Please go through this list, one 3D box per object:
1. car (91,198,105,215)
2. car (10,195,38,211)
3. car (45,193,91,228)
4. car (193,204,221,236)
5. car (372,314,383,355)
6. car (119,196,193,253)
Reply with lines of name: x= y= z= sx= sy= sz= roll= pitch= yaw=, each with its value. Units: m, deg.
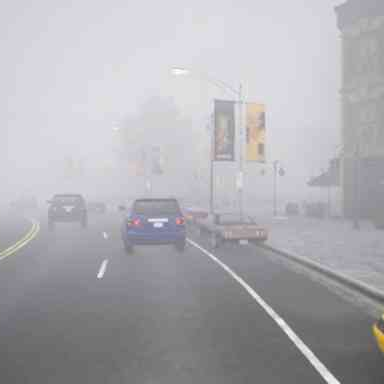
car: x=-9.631 y=1.301 z=30.929 sx=1.882 sy=1.535 sz=5.008 roll=0 pitch=0 yaw=-34
car: x=-18.654 y=1.135 z=36.808 sx=2.097 sy=1.767 sz=4.553 roll=0 pitch=0 yaw=-39
car: x=-8.045 y=1.098 z=21.253 sx=2.150 sy=2.045 sz=5.566 roll=0 pitch=0 yaw=-23
car: x=-0.323 y=1.412 z=19.722 sx=2.002 sy=1.452 sz=4.674 roll=0 pitch=0 yaw=-21
car: x=3.024 y=1.449 z=1.632 sx=1.801 sy=1.575 sz=5.366 roll=0 pitch=0 yaw=-1
car: x=-1.734 y=1.148 z=13.570 sx=2.150 sy=2.045 sz=5.566 roll=0 pitch=1 yaw=-13
